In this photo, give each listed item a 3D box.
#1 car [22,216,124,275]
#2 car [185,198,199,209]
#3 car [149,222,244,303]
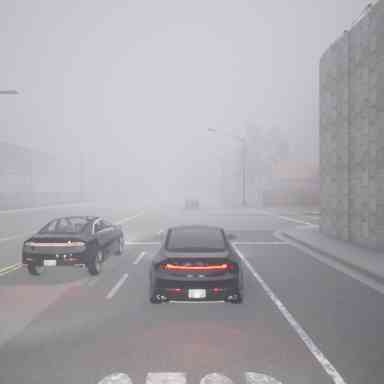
[{"bbox_3d":[-3.424,1.491,10.431,2.128,1.511,4.902,0,0,0],"label":"car"},{"bbox_3d":[-0.004,1.491,44.158,2.128,1.511,4.902,0,0,0],"label":"car"},{"bbox_3d":[0.082,1.505,8.161,1.837,1.490,4.892,0,0,0],"label":"car"}]
